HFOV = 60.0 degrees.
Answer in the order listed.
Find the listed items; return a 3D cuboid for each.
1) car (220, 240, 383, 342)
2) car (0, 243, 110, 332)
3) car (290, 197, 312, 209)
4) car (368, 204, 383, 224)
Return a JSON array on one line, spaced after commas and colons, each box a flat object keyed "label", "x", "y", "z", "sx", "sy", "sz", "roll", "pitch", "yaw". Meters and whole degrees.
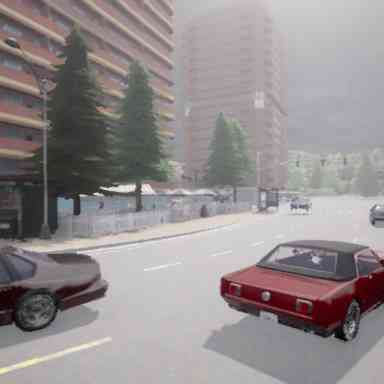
[{"label": "car", "x": 2.750, "y": 1.617, "z": 6.600, "sx": 4.718, "sy": 1.301, "sz": 1.895, "roll": 0, "pitch": 0, "yaw": -44}, {"label": "car", "x": -4.128, "y": 1.596, "z": 5.364, "sx": 5.357, "sy": 1.411, "sz": 2.033, "roll": 0, "pitch": 0, "yaw": -36}, {"label": "car", "x": 11.835, "y": 1.228, "z": 35.825, "sx": 1.882, "sy": 1.535, "sz": 5.008, "roll": 0, "pitch": 0, "yaw": 26}, {"label": "car", "x": 14.220, "y": 1.581, "z": 24.564, "sx": 2.033, "sy": 1.411, "sz": 5.357, "roll": 0, "pitch": 0, "yaw": 26}]
